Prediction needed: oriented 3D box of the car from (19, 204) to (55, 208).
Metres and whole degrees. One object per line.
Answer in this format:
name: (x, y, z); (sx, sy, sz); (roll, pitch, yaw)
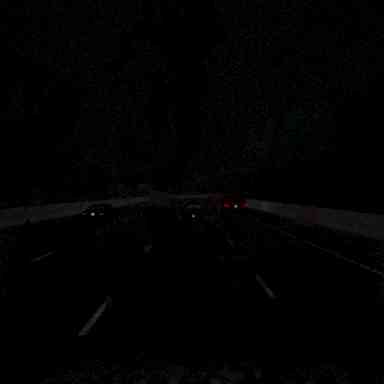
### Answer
car: (-17.548, 1.574, 38.669); (1.882, 1.535, 5.008); (0, 0, 0)

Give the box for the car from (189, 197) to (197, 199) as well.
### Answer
car: (0.120, 1.649, 64.510); (2.128, 1.511, 4.902); (0, 0, 0)

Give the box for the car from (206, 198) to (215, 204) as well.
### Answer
car: (3.622, 1.760, 65.023); (1.895, 1.301, 4.718); (0, 0, 0)

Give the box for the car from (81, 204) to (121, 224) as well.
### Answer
car: (-6.914, 1.612, 25.716); (2.033, 1.411, 5.357); (0, 0, 0)

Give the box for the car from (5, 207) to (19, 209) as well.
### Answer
car: (-21.056, 1.658, 37.597); (1.994, 1.385, 4.181); (0, 0, 0)

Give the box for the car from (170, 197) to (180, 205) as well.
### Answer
car: (-3.379, 1.722, 64.288); (1.994, 1.385, 4.181); (0, 0, 0)

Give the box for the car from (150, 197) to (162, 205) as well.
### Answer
car: (-6.879, 1.721, 63.933); (1.994, 1.385, 4.181); (0, 0, 0)

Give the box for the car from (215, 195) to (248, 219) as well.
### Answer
car: (3.609, 1.292, 30.018); (2.150, 2.045, 5.566); (0, 0, 0)

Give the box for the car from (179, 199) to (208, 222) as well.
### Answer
car: (0.108, 1.592, 26.868); (1.812, 1.442, 4.674); (0, 0, 0)

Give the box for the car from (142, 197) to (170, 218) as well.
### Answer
car: (-3.391, 1.554, 30.743); (1.882, 1.535, 5.008); (0, 0, 0)
